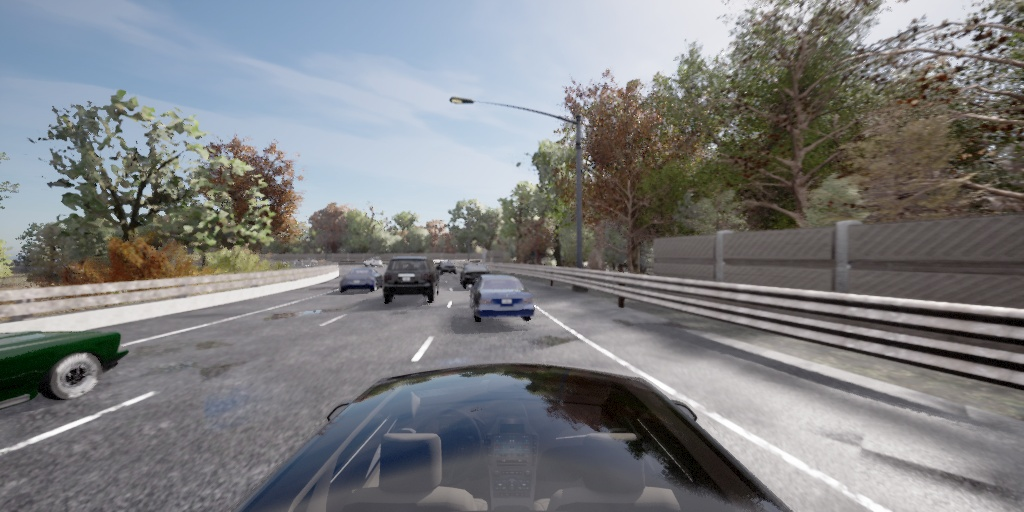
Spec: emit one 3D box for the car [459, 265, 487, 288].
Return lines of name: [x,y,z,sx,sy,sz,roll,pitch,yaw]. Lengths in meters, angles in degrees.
car: [-2.589,1.328,24.933,1.882,1.535,5.008,0,0,-12]

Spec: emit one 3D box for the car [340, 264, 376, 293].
car: [-9.177,1.430,22.243,1.994,1.385,4.181,0,0,-11]

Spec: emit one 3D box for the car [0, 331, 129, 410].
car: [-7.035,1.386,3.542,1.895,1.301,4.718,0,0,-1]

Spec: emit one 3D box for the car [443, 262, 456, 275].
car: [-7.861,1.445,42.298,1.837,1.490,4.892,0,0,-21]

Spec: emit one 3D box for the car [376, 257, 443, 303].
car: [-4.715,1.051,17.359,2.150,2.045,5.566,0,0,-8]

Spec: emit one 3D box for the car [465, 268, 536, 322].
car: [-0.498,1.341,12.633,2.033,1.411,5.357,0,0,-8]
